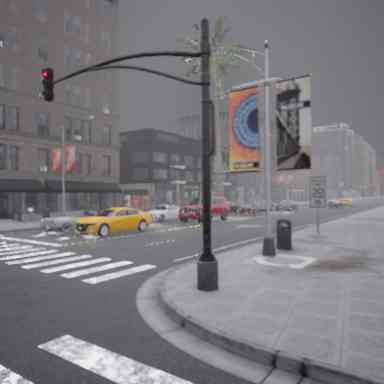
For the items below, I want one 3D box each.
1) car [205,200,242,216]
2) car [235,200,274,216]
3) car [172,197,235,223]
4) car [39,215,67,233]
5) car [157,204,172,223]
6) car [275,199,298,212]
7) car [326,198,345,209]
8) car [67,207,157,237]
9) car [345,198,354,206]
[{"bbox_3d":[3.625,1.766,37.315,1.882,1.535,5.008,-1,-1,35],"label":"car"},{"bbox_3d":[6.876,1.854,36.280,1.895,1.301,4.718,-1,-1,35],"label":"car"},{"bbox_3d":[1.108,1.454,28.115,2.150,2.045,5.566,-1,-1,35],"label":"car"},{"bbox_3d":[-7.375,1.852,21.719,1.895,1.301,4.718,-1,-1,35],"label":"car"},{"bbox_3d":[-2.282,1.793,28.934,1.812,1.442,4.674,-1,-1,35],"label":"car"},{"bbox_3d":[12.717,1.782,44.493,1.837,1.490,4.892,-1,-1,36],"label":"car"},{"bbox_3d":[22.010,1.796,51.768,1.812,1.442,4.674,-1,-1,36],"label":"car"},{"bbox_3d":[-4.613,1.692,19.980,1.882,1.535,5.008,-1,-1,35],"label":"car"},{"bbox_3d":[28.247,1.780,60.621,1.882,1.535,5.008,-1,-1,35],"label":"car"}]
